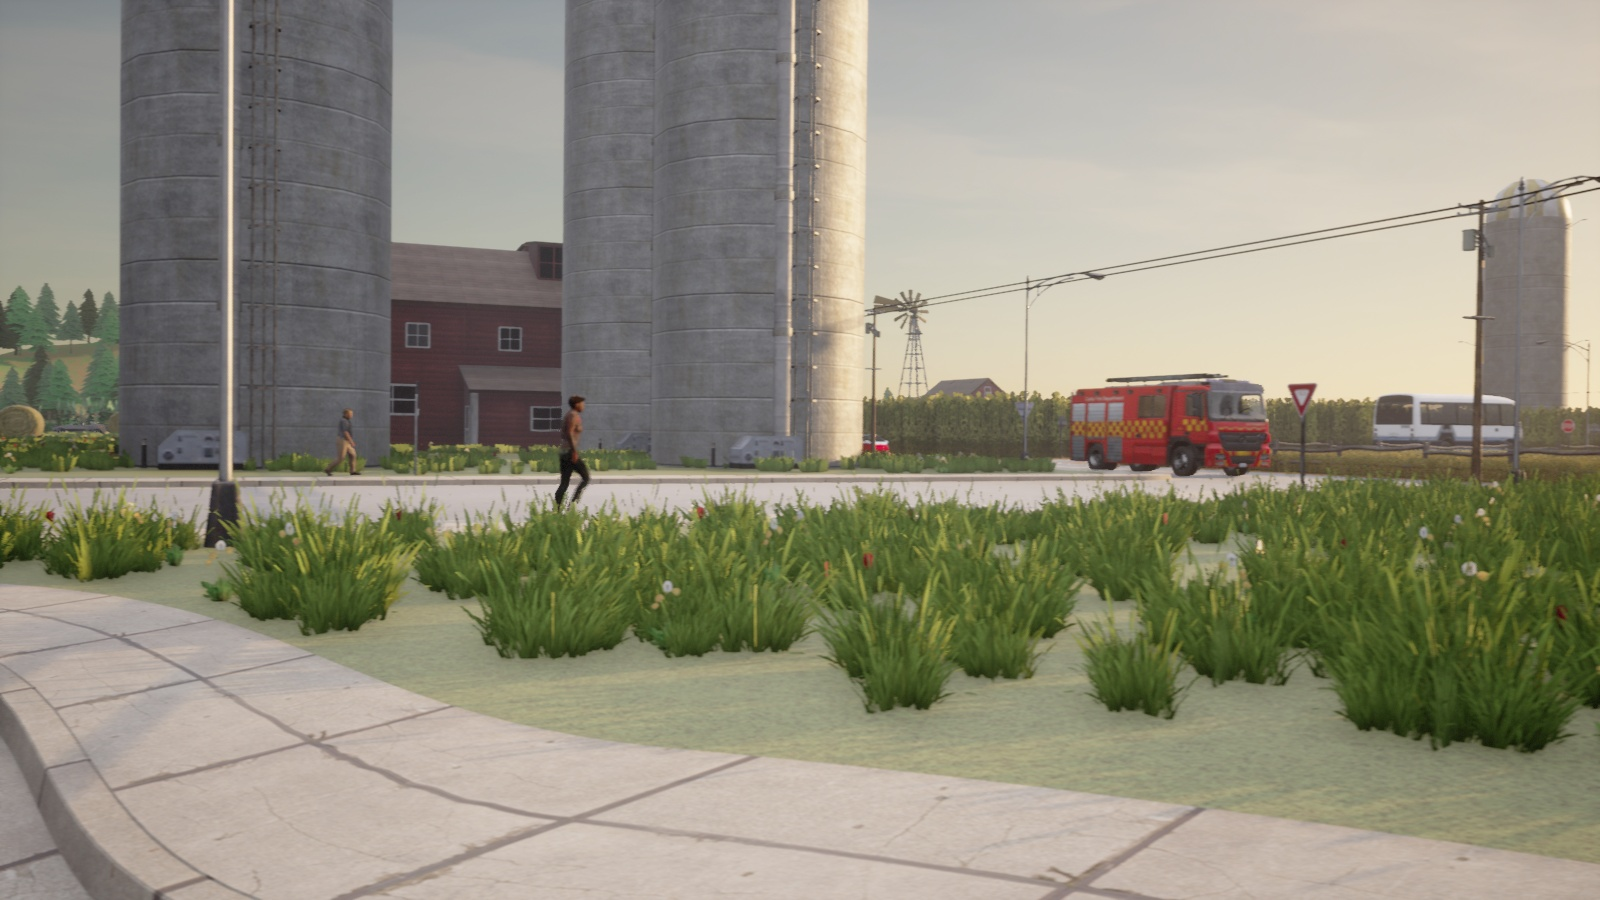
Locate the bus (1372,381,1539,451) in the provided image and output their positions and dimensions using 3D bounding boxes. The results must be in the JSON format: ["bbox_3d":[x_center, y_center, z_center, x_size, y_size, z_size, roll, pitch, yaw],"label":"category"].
[{"bbox_3d":[41.778,-2.154,79.992,10.273,4.253,3.944,-1,1,-24],"label":"bus"}]

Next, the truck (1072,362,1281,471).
[{"bbox_3d":[14.241,-1.235,48.392,2.891,3.827,8.468,-1,1,-24],"label":"truck"}]

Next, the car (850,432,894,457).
[{"bbox_3d":[4.114,-0.300,71.635,1.481,1.376,2.207,-1,1,-34],"label":"car"}]

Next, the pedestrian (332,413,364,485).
[{"bbox_3d":[-11.709,-0.026,32.533,0.694,1.848,0.540,0,1,-10],"label":"pedestrian"}]

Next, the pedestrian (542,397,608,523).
[{"bbox_3d":[-3.276,0.136,18.281,0.869,1.805,0.328,-1,1,-26],"label":"pedestrian"}]
